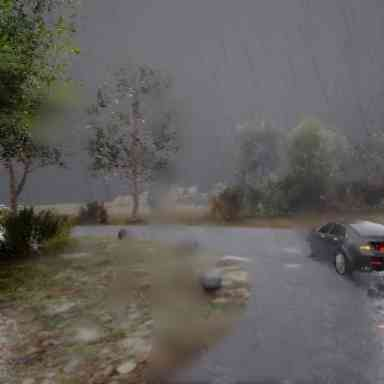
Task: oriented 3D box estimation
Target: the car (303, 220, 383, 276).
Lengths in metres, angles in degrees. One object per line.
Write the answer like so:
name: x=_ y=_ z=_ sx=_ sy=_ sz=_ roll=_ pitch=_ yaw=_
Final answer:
car: x=5.181 y=1.687 z=10.911 sx=1.837 sy=1.490 sz=4.892 roll=2 pitch=-1 yaw=1
